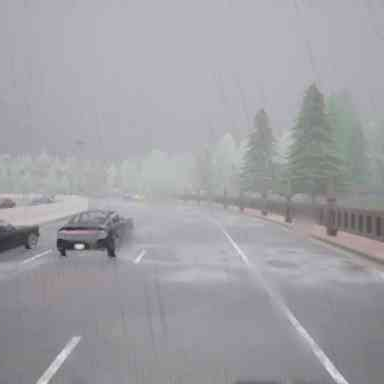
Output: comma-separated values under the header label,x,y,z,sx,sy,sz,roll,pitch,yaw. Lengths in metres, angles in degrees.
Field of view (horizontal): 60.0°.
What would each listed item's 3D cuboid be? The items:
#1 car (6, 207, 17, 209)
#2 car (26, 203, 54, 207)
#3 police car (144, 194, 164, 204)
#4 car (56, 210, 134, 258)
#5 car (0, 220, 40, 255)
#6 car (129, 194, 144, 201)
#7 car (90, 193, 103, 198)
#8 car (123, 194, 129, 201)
label,x,y,z,sx,sy,sz,roll,pitch,yaw
car,-18.841,1.306,32.498,1.882,1.535,5.008,0,0,-9
car,-15.609,1.325,34.329,1.837,1.490,4.892,0,0,-10
police car,-6.269,1.119,57.787,1.930,1.638,5.238,0,0,-21
car,-3.400,1.425,12.463,2.128,1.511,4.902,0,0,0
car,-6.898,1.542,10.999,1.895,1.301,4.718,0,0,0
car,-10.727,1.096,67.893,1.801,1.575,5.366,0,0,-27
car,-25.484,0.910,88.655,2.128,1.511,4.902,0,0,-41
car,-13.759,1.089,73.520,1.882,1.535,5.008,0,0,-30
